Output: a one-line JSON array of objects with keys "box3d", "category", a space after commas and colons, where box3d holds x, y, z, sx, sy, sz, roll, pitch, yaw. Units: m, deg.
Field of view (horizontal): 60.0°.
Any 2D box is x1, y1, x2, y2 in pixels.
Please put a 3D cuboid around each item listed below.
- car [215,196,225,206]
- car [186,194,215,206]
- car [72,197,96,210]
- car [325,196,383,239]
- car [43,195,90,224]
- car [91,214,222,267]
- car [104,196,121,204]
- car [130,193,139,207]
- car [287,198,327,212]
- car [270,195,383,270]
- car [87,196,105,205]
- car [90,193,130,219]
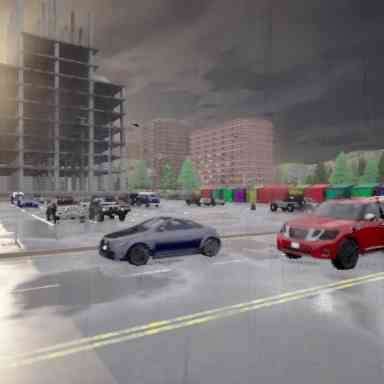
[{"box3d": [3.399, 1.364, 51.582, 1.784, 1.438, 3.905, 0, 0, -32], "category": "car"}, {"box3d": [0.907, 1.153, 50.104, 1.932, 1.855, 4.605, 0, 0, -32], "category": "car"}, {"box3d": [-13.381, 1.395, 41.083, 1.970, 1.475, 3.806, 0, 0, -32], "category": "car"}, {"box3d": [9.927, 1.223, 17.988, 5.566, 2.045, 2.150, 0, 0, -30], "category": "car"}, {"box3d": [-8.915, 1.153, 23.345, 1.932, 1.855, 4.605, 0, 0, -32], "category": "car"}, {"box3d": [-1.022, 1.563, 11.487, 4.181, 1.385, 1.994, 0, 0, -31], "category": "car"}, {"box3d": [-14.024, 1.364, 58.481, 1.784, 1.438, 3.905, 0, 0, -32], "category": "car"}, {"box3d": [-11.774, 1.153, 59.944, 1.932, 1.855, 4.605, 0, 0, -32], "category": "car"}, {"box3d": [12.661, 1.395, 36.773, 1.970, 1.475, 3.806, 0, 0, -32], "category": "car"}, {"box3d": [5.455, 1.221, 11.281, 5.566, 2.045, 2.150, 0, 0, -30], "category": "car"}, {"box3d": [-16.481, 1.395, 56.949, 1.970, 1.475, 3.806, 0, 0, -32], "category": "car"}, {"box3d": [-6.431, 1.156, 24.831, 1.905, 1.878, 3.866, 0, 0, -32], "category": "car"}]
